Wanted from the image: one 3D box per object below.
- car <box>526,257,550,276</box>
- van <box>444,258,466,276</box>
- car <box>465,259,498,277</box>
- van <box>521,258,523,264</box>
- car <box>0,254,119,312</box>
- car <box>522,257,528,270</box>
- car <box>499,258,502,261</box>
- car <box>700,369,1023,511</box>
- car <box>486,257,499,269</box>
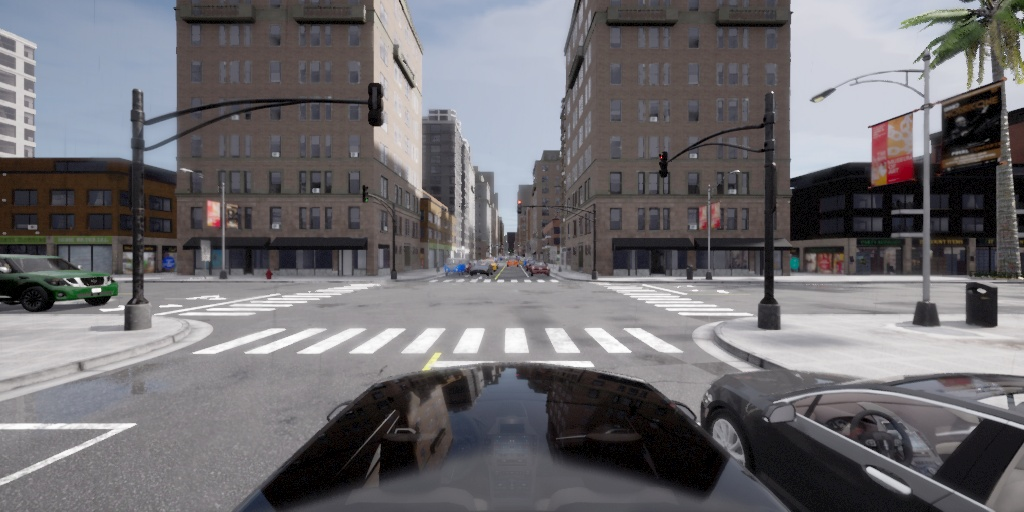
[{"bbox_3d":[2.743,1.189,36.413,1.967,1.591,4.097,0,0,0],"label":"car"},{"bbox_3d":[-5.783,1.090,36.431,1.690,1.789,3.998,0,0,0],"label":"van"},{"bbox_3d":[-2.997,1.297,36.621,2.033,1.411,5.357,0,0,4],"label":"car"},{"bbox_3d":[2.798,1.090,59.090,1.690,1.789,3.998,0,0,0],"label":"van"},{"bbox_3d":[-18.522,0.948,13.578,5.566,2.045,2.150,0,0,0],"label":"car"},{"bbox_3d":[2.771,1.190,47.751,1.967,1.591,4.097,0,0,0],"label":"car"},{"bbox_3d":[-2.969,1.350,56.241,1.895,1.301,4.718,0,0,0],"label":"car"},{"bbox_3d":[2.668,1.300,1.763,2.007,1.370,4.403,0,0,0],"label":"car"},{"bbox_3d":[-3.001,1.228,46.323,1.882,1.535,5.008,0,0,0],"label":"car"}]
